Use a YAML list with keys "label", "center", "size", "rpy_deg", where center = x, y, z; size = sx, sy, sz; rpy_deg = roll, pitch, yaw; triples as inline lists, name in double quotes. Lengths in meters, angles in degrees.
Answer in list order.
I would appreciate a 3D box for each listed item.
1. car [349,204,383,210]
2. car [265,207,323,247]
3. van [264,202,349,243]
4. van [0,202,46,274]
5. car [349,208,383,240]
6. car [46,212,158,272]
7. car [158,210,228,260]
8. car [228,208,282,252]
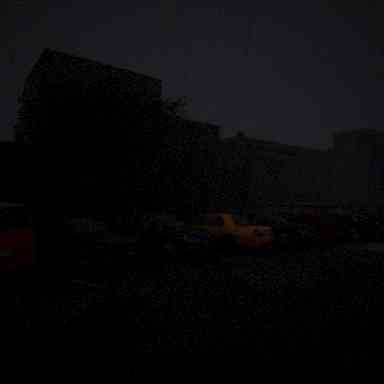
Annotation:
- label: "car"
  center: [12.956, 1.901, 22.701]
  size: [5.566, 2.045, 2.435]
  rpy_deg: [0, -3, 35]
- label: "car"
  center: [3.355, 1.655, 15.967]
  size: [4.892, 1.521, 2.231]
  rpy_deg: [0, -2, 35]
- label: "van"
  center: [5.654, 1.522, 17.720]
  size: [4.442, 1.987, 1.878]
  rpy_deg: [0, -2, 35]
- label: "van"
  center: [-6.283, 1.253, 9.253]
  size: [4.442, 1.987, 1.878]
  rpy_deg: [-1, -1, 34]
- label: "car"
  center: [8.136, 1.862, 19.324]
  size: [4.892, 1.521, 2.231]
  rpy_deg: [0, -2, 35]
- label: "car"
  center: [-3.802, 1.491, 10.891]
  size: [5.008, 1.535, 2.097]
  rpy_deg: [-1, -1, 35]
- label: "car"
  center: [-1.415, 1.526, 12.585]
  size: [4.892, 1.521, 2.231]
  rpy_deg: [-1, -1, 35]
- label: "car"
  center: [0.817, 1.577, 14.372]
  size: [5.366, 1.575, 1.946]
  rpy_deg: [0, -1, 35]
